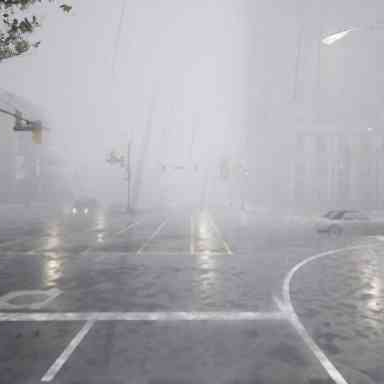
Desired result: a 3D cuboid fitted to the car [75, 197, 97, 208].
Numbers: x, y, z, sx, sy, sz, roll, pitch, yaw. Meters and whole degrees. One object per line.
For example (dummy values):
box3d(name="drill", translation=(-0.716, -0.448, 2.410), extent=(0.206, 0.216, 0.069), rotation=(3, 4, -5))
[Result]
box3d(name="car", translation=(-14.970, 1.452, 47.244), extent=(1.882, 1.535, 5.008), rotation=(0, 0, 2))

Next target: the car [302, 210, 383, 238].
box3d(name="car", translation=(8.227, 1.590, 16.969), extent=(4.718, 1.301, 1.895), rotation=(0, 0, 0))
